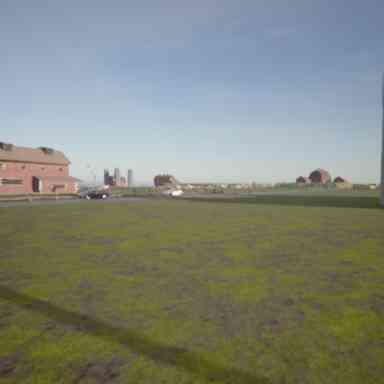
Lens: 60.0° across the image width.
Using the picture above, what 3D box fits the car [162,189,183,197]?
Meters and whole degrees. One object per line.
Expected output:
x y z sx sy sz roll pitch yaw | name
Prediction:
-3.604 0.145 62.528 1.812 1.442 4.674 2 2 36 | car

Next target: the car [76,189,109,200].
-14.294 0.348 47.952 1.837 1.490 4.892 2 2 36 | car
